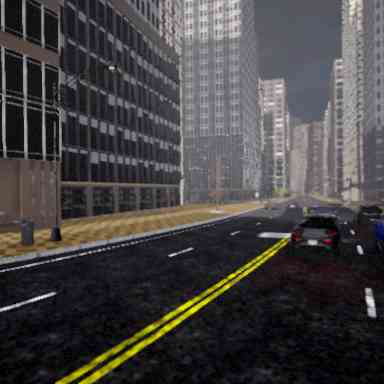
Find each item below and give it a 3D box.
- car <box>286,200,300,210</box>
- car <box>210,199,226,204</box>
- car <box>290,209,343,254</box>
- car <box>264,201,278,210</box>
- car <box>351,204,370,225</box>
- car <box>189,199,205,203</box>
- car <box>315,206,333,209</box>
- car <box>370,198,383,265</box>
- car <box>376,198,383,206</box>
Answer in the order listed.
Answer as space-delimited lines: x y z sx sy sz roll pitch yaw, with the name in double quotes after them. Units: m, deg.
15.580 2.019 51.426 2.128 1.511 4.902 0 -1 19 "car"
6.622 2.371 85.610 4.313 1.339 1.947 0 0 20 "car"
5.333 1.674 14.187 1.812 1.442 4.674 0 0 24 "car"
12.512 2.100 52.477 2.033 1.411 5.357 0 -1 19 "car"
14.006 1.765 26.585 1.837 1.490 4.892 0 0 21 "car"
1.276 2.379 87.547 4.206 1.307 1.802 0 0 20 "car"
10.631 1.821 26.840 2.033 1.411 5.357 0 -1 21 "car"
7.730 1.340 11.605 2.150 2.045 5.566 0 0 25 "car"
43.352 2.168 72.709 5.009 1.841 2.192 0 0 20 "car"
